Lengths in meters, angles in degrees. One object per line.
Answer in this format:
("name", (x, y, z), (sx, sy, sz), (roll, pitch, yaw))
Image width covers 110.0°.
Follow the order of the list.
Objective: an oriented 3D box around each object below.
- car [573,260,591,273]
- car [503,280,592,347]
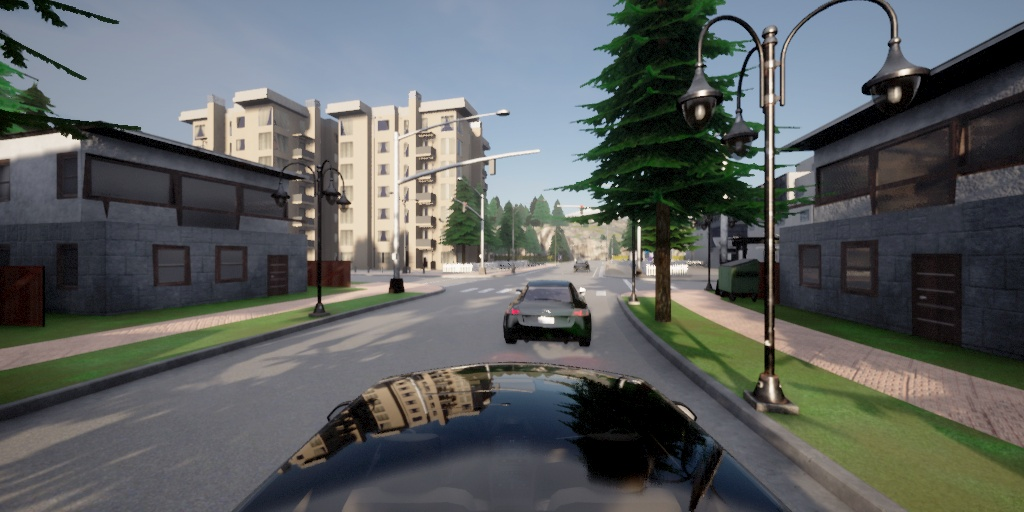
("car", (8.776, 1.257, 44.988), (2.128, 1.511, 4.902), (0, 0, 14))
("car", (1.005, 1.311, 9.454), (1.994, 1.385, 4.181), (0, 0, 8))
